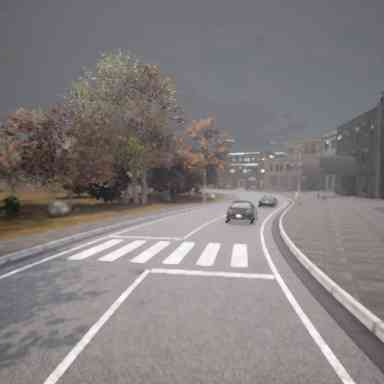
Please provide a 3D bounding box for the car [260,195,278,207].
[{"bbox_3d":[9.410,1.088,41.054,1.994,1.385,4.181,2,2,19],"label":"car"}]

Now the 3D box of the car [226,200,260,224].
[{"bbox_3d":[3.538,1.331,23.326,1.812,1.442,4.674,1,1,14],"label":"car"}]
